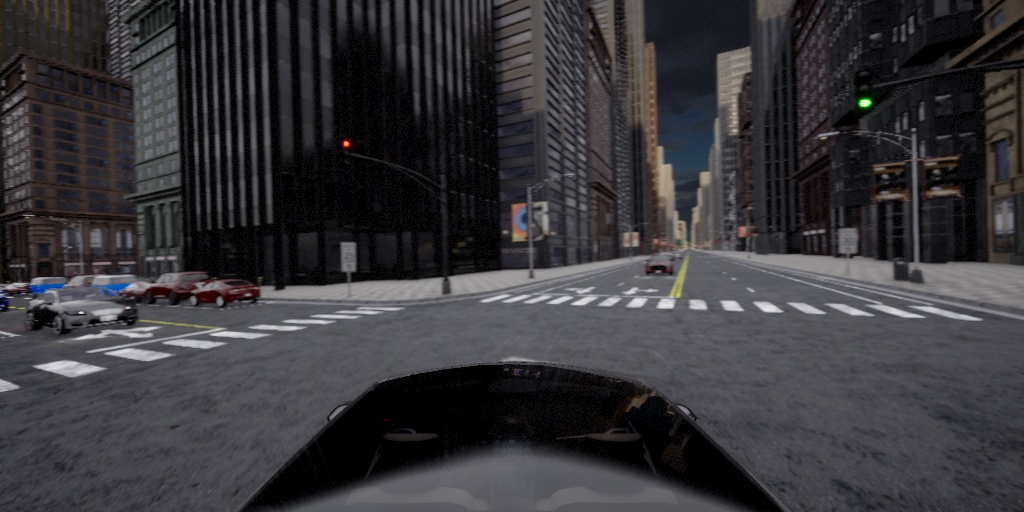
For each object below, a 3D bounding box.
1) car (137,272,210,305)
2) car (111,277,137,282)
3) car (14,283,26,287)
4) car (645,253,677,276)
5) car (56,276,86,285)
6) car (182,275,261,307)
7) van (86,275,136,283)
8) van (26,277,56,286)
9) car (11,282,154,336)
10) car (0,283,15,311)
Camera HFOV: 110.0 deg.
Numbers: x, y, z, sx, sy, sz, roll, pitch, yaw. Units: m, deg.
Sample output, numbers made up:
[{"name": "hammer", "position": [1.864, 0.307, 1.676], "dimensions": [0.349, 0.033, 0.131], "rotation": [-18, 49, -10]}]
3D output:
[{"name": "car", "position": [-20.340, 1.928, 22.055], "dimensions": [5.009, 1.841, 2.192], "rotation": [0, 0, 26]}, {"name": "car", "position": [-24.888, 2.380, 24.326], "dimensions": [4.207, 1.307, 1.802], "rotation": [0, 0, 26]}, {"name": "car", "position": [-51.744, 3.467, 37.683], "dimensions": [4.207, 1.307, 1.802], "rotation": [0, 0, 26]}, {"name": "car", "position": [12.594, 0.650, 30.506], "dimensions": [2.097, 1.767, 4.553], "rotation": [-1, 0, 26]}, {"name": "car", "position": [-33.985, 2.482, 28.869], "dimensions": [5.009, 1.841, 2.192], "rotation": [0, 0, 26]}, {"name": "car", "position": [-15.791, 1.973, 19.783], "dimensions": [4.507, 1.381, 1.888], "rotation": [0, 0, 26]}, {"name": "van", "position": [-29.437, 2.324, 26.598], "dimensions": [3.998, 1.789, 1.690], "rotation": [0, 0, 26]}, {"name": "van", "position": [-43.083, 2.877, 33.412], "dimensions": [3.998, 1.789, 1.690], "rotation": [0, 0, 26]}, {"name": "car", "position": [-15.948, 1.920, 13.293], "dimensions": [4.902, 1.511, 2.128], "rotation": [-2, 0, 26]}, {"name": "car", "position": [-31.924, 2.559, 21.259], "dimensions": [5.008, 1.535, 1.882], "rotation": [-2, 0, 27]}]
